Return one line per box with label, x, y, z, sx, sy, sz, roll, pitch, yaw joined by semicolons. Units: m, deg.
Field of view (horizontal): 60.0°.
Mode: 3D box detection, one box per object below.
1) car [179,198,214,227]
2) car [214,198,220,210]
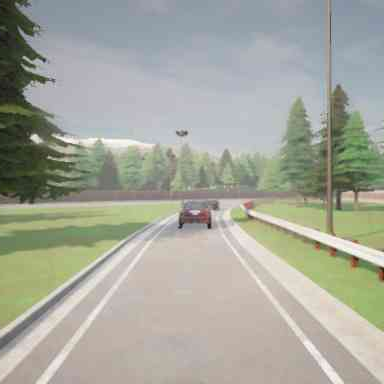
car;0.268;1.362;22.784;2.097;1.767;4.553;0;0;2
car;2.512;1.506;42.752;2.128;1.511;4.902;0;0;11
